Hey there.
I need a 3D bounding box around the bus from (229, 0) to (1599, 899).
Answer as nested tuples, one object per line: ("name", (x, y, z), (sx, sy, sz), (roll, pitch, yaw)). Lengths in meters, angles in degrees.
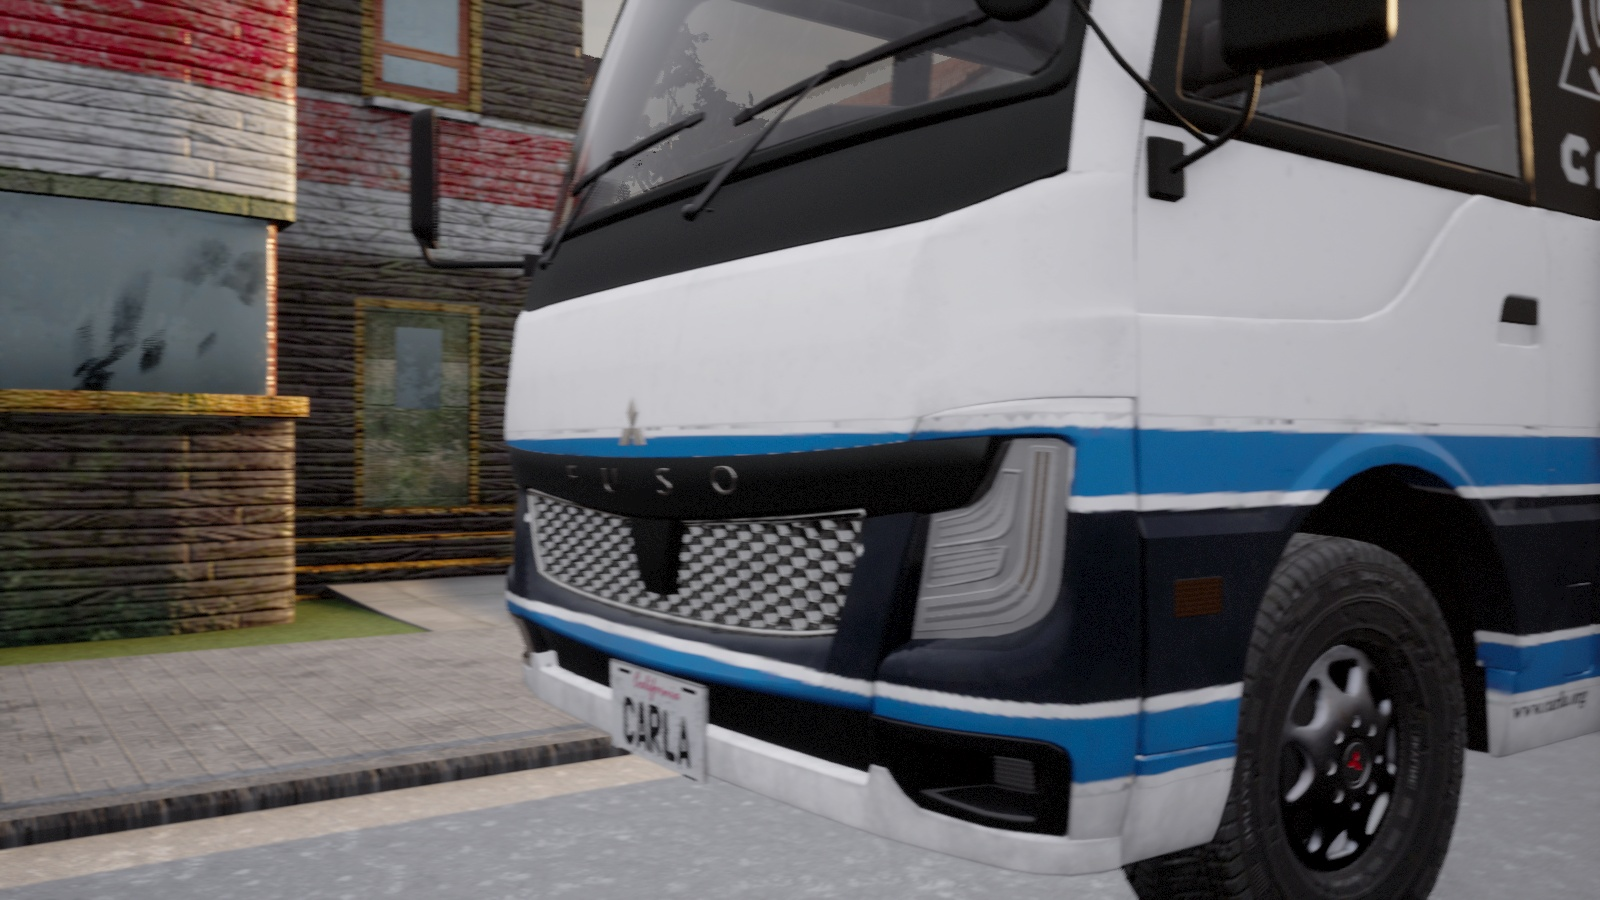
("bus", (3.038, -0.622, 6.388), (10.273, 4.253, 3.944), (0, 0, -35))
